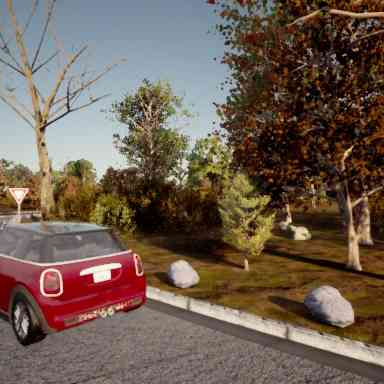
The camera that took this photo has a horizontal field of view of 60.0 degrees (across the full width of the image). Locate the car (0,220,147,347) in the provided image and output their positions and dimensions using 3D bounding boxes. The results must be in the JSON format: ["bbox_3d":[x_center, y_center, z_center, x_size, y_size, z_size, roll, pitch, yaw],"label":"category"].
[{"bbox_3d":[-3.007,1.367,6.682,4.553,1.767,2.097,-1,0,42],"label":"car"}]
